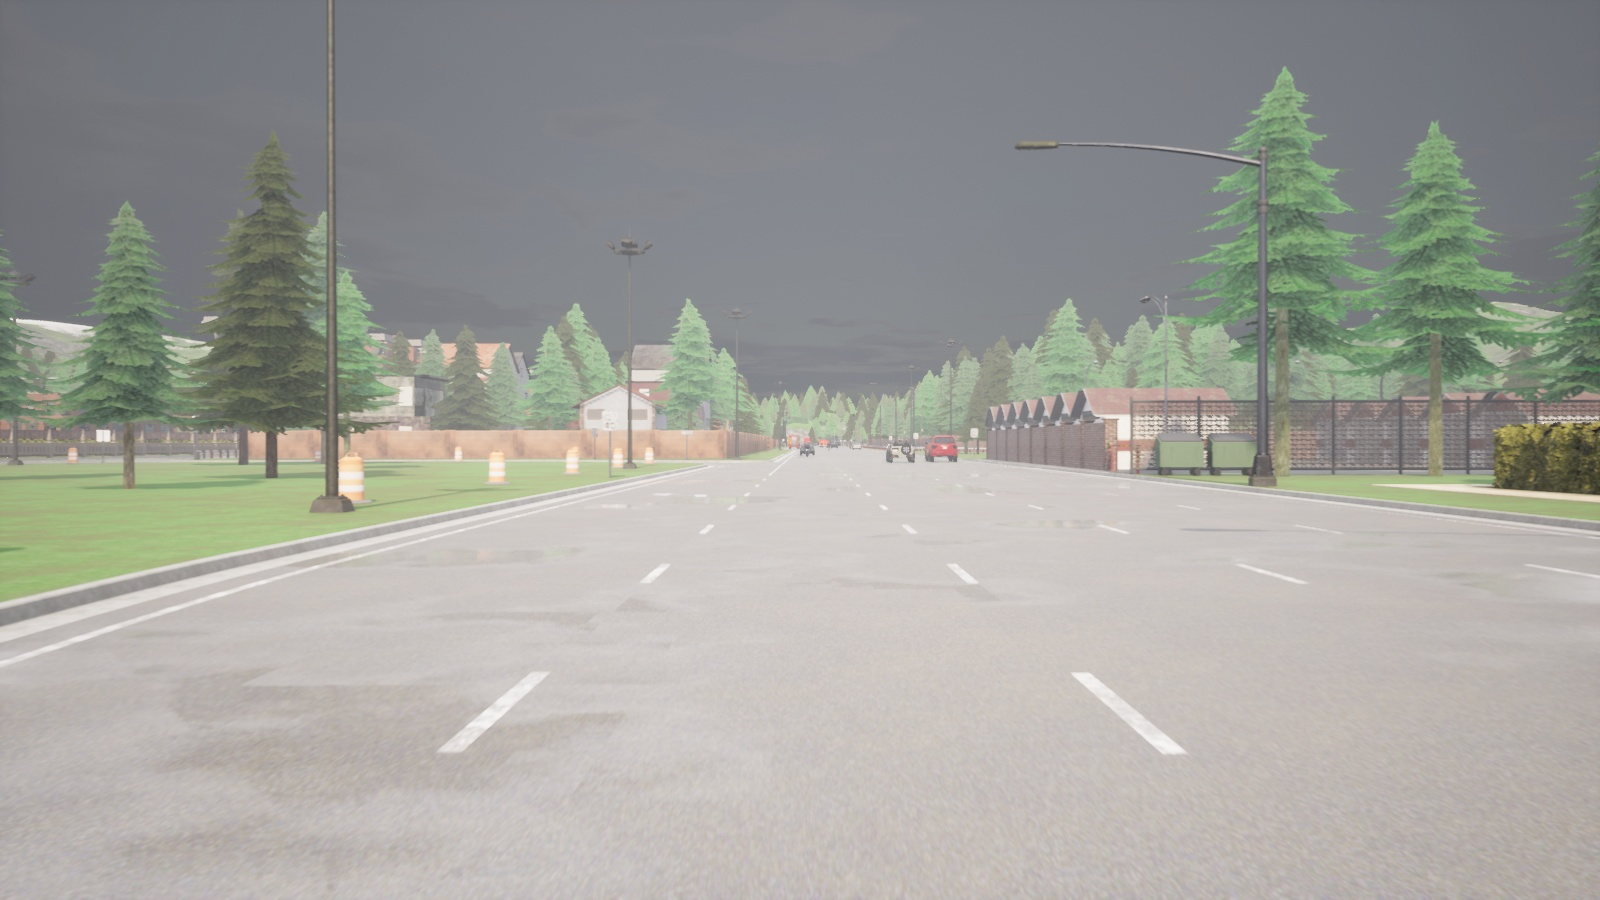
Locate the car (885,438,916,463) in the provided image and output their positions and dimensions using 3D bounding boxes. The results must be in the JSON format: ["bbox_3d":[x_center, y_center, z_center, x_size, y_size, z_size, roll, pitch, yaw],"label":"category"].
[{"bbox_3d":[7.552,0.036,94.676,1.932,1.855,4.605,0,0,0],"label":"car"}]

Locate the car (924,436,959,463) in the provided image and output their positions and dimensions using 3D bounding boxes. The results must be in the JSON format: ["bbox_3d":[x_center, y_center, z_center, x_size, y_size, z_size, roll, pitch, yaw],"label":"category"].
[{"bbox_3d":[11.076,-0.080,98.731,2.150,2.045,5.566,0,1,0],"label":"car"}]
